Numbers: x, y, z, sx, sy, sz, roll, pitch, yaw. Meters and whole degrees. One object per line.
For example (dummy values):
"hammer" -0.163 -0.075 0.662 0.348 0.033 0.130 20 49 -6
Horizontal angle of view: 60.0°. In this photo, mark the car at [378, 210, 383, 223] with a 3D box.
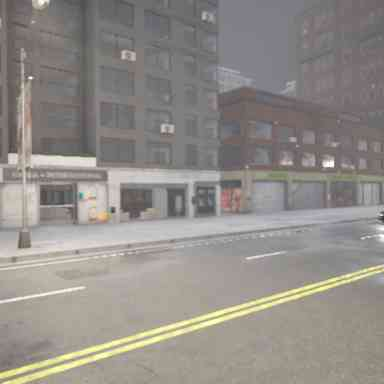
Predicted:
"car" 14.332 1.304 21.780 5.357 1.411 2.033 -1 0 -35
